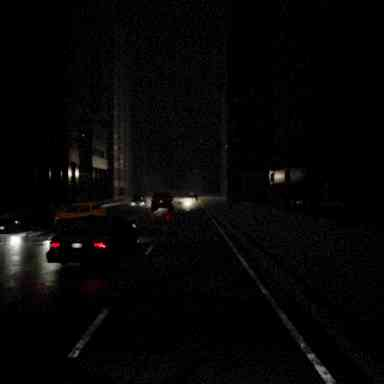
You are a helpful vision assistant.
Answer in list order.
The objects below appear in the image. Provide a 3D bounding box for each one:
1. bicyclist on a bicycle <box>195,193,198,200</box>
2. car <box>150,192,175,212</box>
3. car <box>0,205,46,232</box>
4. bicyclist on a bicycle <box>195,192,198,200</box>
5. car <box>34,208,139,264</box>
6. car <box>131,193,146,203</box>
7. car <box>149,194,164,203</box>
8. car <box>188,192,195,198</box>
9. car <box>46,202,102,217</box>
[{"bbox_3d":[0.914,1.119,65.492,0.582,1.620,1.656,0,0,0],"label":"bicyclist on a bicycle"},{"bbox_3d":[-3.137,1.059,36.545,2.150,2.045,5.566,0,0,0],"label":"car"},{"bbox_3d":[-9.843,1.469,19.898,2.033,1.411,5.357,0,0,0],"label":"car"},{"bbox_3d":[0.918,0.970,74.485,0.659,1.776,1.843,0,1,0],"label":"bicyclist on a bicycle"},{"bbox_3d":[-3.145,1.505,11.596,2.033,1.411,5.357,0,0,0],"label":"car"},{"bbox_3d":[-9.764,1.047,61.090,2.097,1.767,4.553,0,0,1],"label":"car"},{"bbox_3d":[-6.512,1.186,61.435,2.128,1.511,4.902,0,0,1],"label":"car"},{"bbox_3d":[0.031,0.880,92.474,1.994,1.385,4.181,0,1,0],"label":"car"},{"bbox_3d":[-6.592,1.399,20.012,1.882,1.535,5.008,0,0,0],"label":"car"}]
